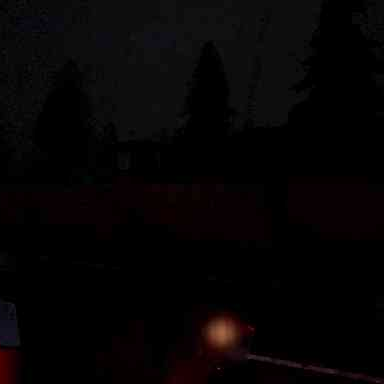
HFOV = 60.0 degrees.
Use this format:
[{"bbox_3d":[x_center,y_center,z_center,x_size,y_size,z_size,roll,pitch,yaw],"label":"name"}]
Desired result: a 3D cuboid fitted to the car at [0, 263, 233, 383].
[{"bbox_3d":[-2.020,1.600,4.040,4.718,1.301,1.895,0,0,24],"label":"car"}]
